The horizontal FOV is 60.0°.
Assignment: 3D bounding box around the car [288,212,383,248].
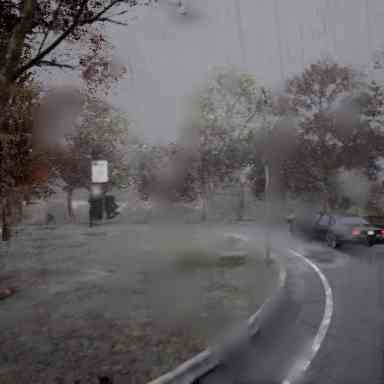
[{"bbox_3d":[6.441,1.647,15.326,2.033,1.411,5.357,-1,0,-11],"label":"car"}]
